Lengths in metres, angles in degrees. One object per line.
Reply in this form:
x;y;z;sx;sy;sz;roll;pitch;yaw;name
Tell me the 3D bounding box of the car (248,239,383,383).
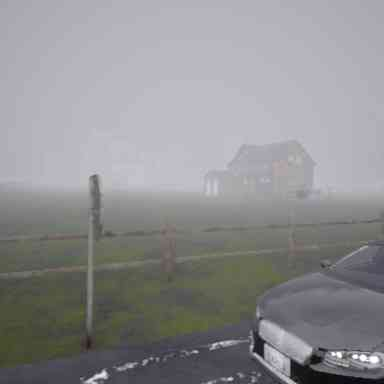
3.044;1.424;4.433;4.902;1.511;2.128;0;2;-27;car
